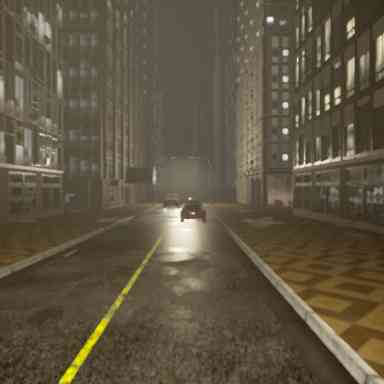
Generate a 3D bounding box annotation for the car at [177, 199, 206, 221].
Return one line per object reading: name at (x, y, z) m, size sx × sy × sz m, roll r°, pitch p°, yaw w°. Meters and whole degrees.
car at (0.098, 1.538, 26.602) m, size 1.994 × 1.385 × 4.181 m, roll 0°, pitch 0°, yaw 0°

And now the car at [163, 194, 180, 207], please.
car at (-3.004, 1.292, 49.716) m, size 2.150 × 2.045 × 5.566 m, roll 0°, pitch 0°, yaw 0°

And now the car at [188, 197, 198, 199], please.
car at (0.096, 1.456, 48.803) m, size 2.128 × 1.511 × 4.902 m, roll 0°, pitch 0°, yaw 0°
